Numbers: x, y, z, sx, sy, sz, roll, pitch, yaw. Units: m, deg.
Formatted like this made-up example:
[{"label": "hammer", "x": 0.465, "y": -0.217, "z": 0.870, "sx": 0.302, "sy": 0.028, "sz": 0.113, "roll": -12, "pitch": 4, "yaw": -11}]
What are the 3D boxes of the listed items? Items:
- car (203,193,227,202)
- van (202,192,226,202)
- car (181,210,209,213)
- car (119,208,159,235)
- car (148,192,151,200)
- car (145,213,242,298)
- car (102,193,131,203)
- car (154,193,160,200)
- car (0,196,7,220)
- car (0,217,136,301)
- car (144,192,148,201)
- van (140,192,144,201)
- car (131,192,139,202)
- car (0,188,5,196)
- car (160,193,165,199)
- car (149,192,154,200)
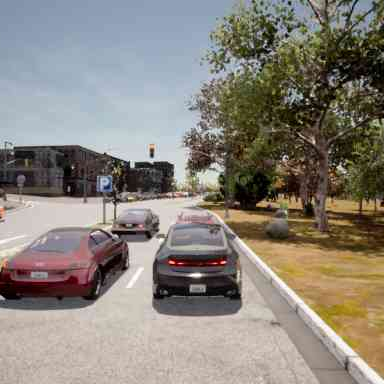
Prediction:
[{"label": "car", "x": 4.653, "y": 1.142, "z": 68.372, "sx": 4.553, "sy": 1.767, "sz": 2.185, "roll": 1, "pitch": 0, "yaw": -14}, {"label": "van", "x": 4.270, "y": 1.043, "z": 65.402, "sx": 4.442, "sy": 1.987, "sz": 1.878, "roll": 1, "pitch": 0, "yaw": -14}, {"label": "car", "x": 0.155, "y": 1.625, "z": 17.749, "sx": 1.895, "sy": 1.301, "sz": 4.718, "roll": 0, "pitch": 0, "yaw": 0}, {"label": "car", "x": -2.848, "y": 1.572, "z": 17.654, "sx": 2.033, "sy": 1.411, "sz": 5.357, "roll": 0, "pitch": 0, "yaw": 1}, {"label": "car", "x": -12.655, "y": 1.360, "z": 77.755, "sx": 4.674, "sy": 1.452, "sz": 2.002, "roll": -1, "pitch": 0, "yaw": -13}, {"label": "car", "x": 0.107, "y": 1.515, "z": 8.481, "sx": 1.837, "sy": 1.490, "sz": 4.892, "roll": 0, "pitch": 0, "yaw": 0}, {"label": "car", "x": -14.457, "y": 1.359, "z": 62.804, "sx": 4.792, "sy": 1.488, "sz": 2.163, "roll": -1, "pitch": 0, "yaw": -15}, {"label": "car", "x": -11.470, "y": 1.358, "z": 86.739, "sx": 4.674, "sy": 1.452, "sz": 2.002, "roll": -1, "pitch": 0, "yaw": -12}, {"label": "car", "x": -16.632, "y": 1.404, "z": 24.997, "sx": 4.553, "sy": 1.767, "sz": 2.185, "roll": -1, "pitch": 0, "yaw": -19}, {"label": "car", "x": -2.903, "y": 1.574, "z": 8.434, "sx": 1.994, "sy": 1.385, "sz": 4.181, "roll": 0, "pitch": 0, "yaw": 1}, {"label": "car", "x": -13.027, "y": 1.322, "z": 74.759, "sx": 4.892, "sy": 1.521, "sz": 2.231, "roll": -1, "pitch": 0, "yaw": -14}, {"label": "van", "x": -13.255, "y": 1.093, "z": 71.788, "sx": 4.442, "sy": 1.987, "sz": 1.878, "roll": -1, "pitch": 0, "yaw": -14}, {"label": "car", "x": -13.812, "y": 1.316, "z": 65.796, "sx": 5.366, "sy": 1.575, "sz": 1.946, "roll": -1, "pitch": 0, "yaw": -15}, {"label": "car", "x": -31.175, "y": 0.137, "z": 53.669, "sx": 2.002, "sy": 1.452, "sz": 4.674, "roll": 6, "pitch": -3, "yaw": -19}, {"label": "car", "x": -11.020, "y": 1.065, "z": 89.745, "sx": 5.566, "sy": 2.045, "sz": 2.435, "roll": -1, "pitch": 0, "yaw": -12}, {"label": "car", "x": -12.284, "y": 1.359, "z": 80.756, "sx": 4.674, "sy": 1.452, "sz": 2.002, "roll": -1, "pitch": 0, "yaw": -13}]
